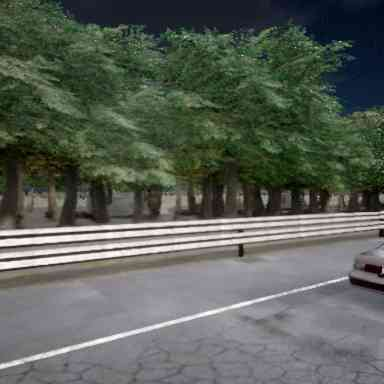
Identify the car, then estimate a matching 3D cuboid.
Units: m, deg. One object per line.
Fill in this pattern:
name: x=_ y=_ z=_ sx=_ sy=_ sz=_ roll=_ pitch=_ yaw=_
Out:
car: x=5.895 y=1.624 z=7.900 sx=5.357 sy=1.411 sz=2.033 roll=1 pitch=0 yaw=-35
